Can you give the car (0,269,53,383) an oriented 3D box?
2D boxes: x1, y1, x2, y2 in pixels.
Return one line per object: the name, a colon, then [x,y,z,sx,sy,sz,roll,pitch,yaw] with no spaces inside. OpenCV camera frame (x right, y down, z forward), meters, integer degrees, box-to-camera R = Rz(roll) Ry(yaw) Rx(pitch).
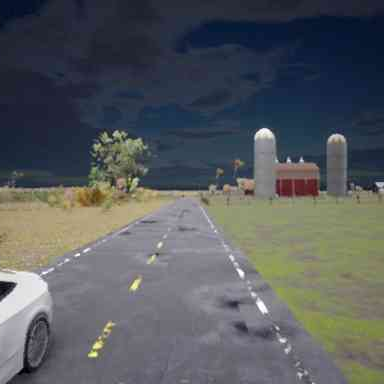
car: [-2.840,1.531,2.922,1.812,1.442,4.674,0,0,0]
